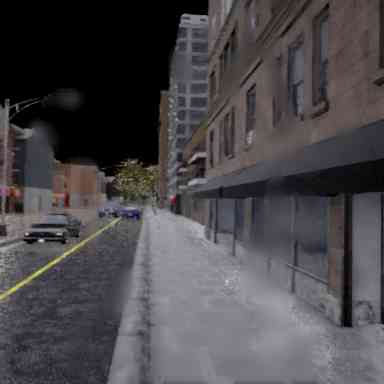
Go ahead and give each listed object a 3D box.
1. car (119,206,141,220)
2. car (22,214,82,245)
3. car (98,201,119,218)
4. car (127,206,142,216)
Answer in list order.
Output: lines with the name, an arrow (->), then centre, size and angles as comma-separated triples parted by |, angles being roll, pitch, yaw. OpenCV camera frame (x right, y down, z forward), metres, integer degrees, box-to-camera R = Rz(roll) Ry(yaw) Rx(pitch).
car -> -7.044, 2.367, 38.715 | 1.882, 1.535, 5.008 | 1, -2, -7
car -> -7.119, 1.866, 17.602 | 2.033, 1.411, 5.357 | 1, -2, -8
car -> -10.248, 2.122, 41.433 | 2.150, 2.045, 5.566 | 1, -2, -7
car -> -8.565, 2.760, 49.646 | 1.895, 1.301, 4.718 | 1, -2, -7
